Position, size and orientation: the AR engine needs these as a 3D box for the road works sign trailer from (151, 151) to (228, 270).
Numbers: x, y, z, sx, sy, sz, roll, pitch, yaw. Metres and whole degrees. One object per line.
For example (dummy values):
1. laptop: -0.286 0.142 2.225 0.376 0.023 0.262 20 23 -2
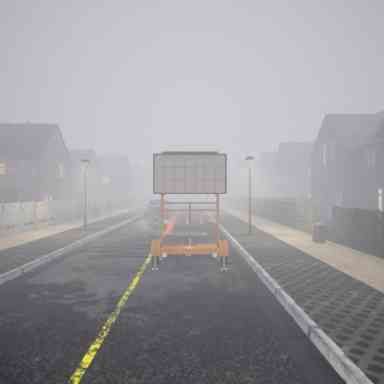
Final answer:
1. road works sign trailer: -0.069 0.467 10.996 2.380 3.560 2.880 0 0 0

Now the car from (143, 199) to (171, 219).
1. car: -2.952 1.391 28.993 2.097 1.767 4.553 0 0 0
